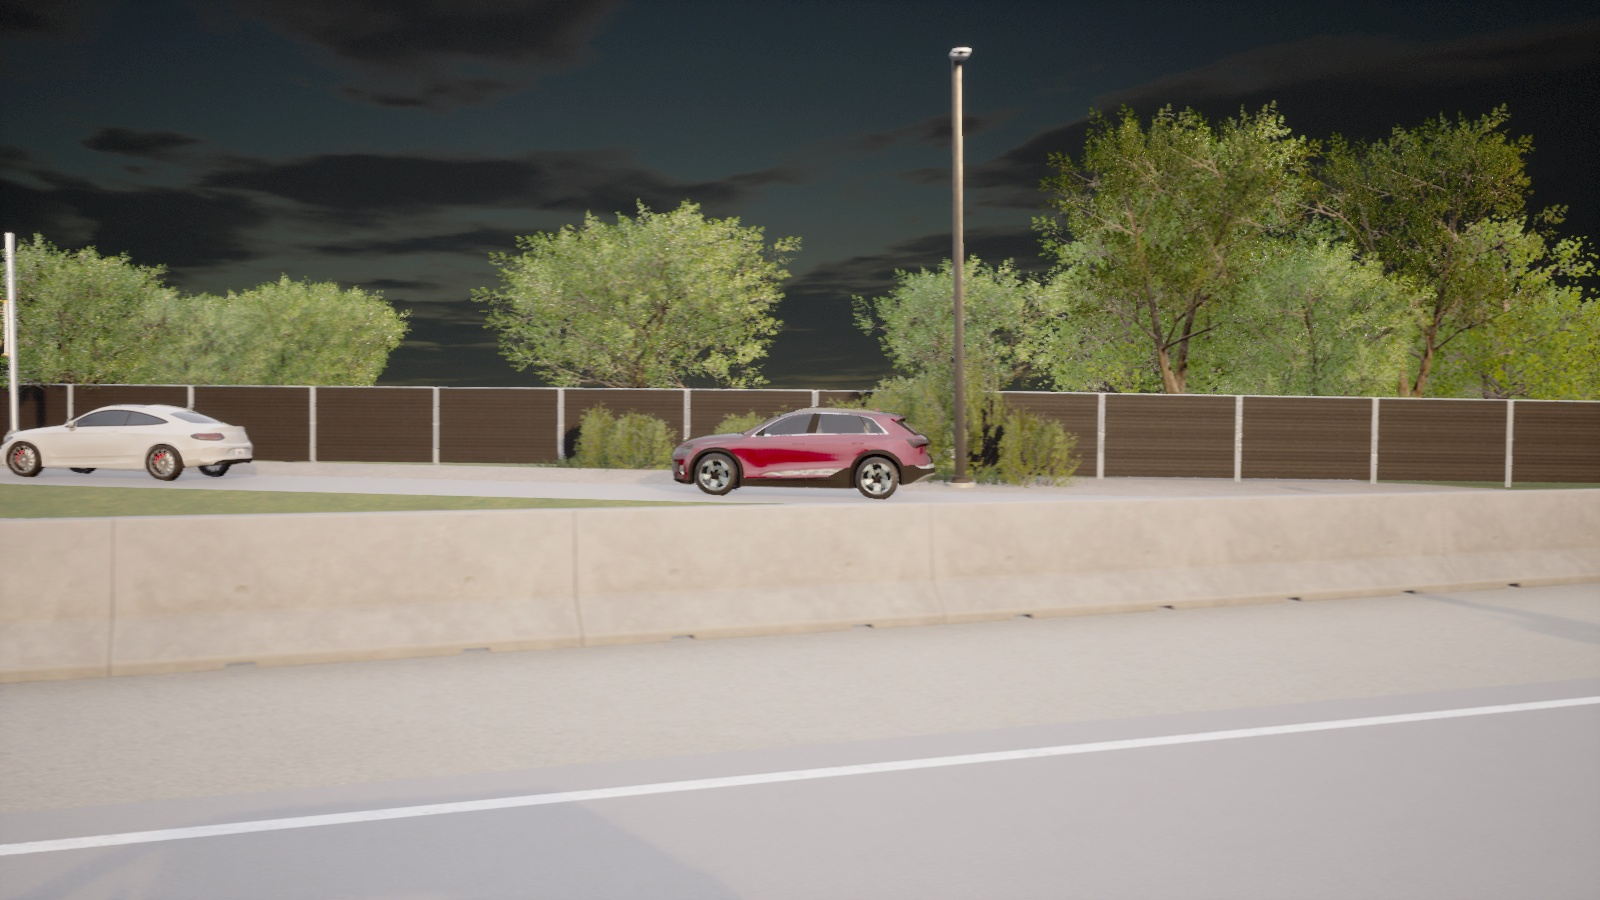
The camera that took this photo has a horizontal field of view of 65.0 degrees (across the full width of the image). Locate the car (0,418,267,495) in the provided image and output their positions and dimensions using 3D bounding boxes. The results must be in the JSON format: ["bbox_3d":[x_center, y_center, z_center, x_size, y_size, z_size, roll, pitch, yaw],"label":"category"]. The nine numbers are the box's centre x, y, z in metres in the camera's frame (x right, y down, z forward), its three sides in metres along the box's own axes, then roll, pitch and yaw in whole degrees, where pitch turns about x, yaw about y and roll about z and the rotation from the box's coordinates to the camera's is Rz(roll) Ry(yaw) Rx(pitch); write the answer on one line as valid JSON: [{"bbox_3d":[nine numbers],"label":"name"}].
[{"bbox_3d":[-13.207,0.110,24.716,4.674,1.442,1.812,0,2,6],"label":"car"}]

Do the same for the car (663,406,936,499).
[{"bbox_3d":[0.056,0.019,23.345,4.856,1.649,2.033,0,2,5],"label":"car"}]
